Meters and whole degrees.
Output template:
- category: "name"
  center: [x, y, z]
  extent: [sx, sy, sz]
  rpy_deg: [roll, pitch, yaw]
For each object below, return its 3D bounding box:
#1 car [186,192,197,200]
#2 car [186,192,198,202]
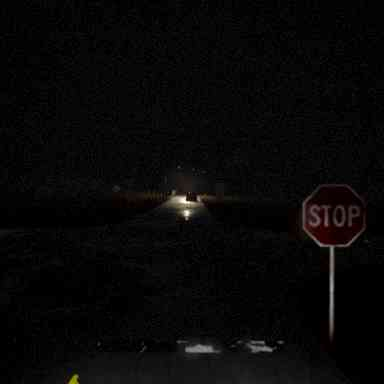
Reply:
- category: "car"
  center: [-0.068, 0.841, 70.446]
  extent: [2.128, 1.511, 4.902]
  rpy_deg: [0, 1, 0]
- category: "car"
  center: [-0.059, 0.945, 60.382]
  extent: [2.097, 1.767, 4.553]
  rpy_deg: [0, 1, 0]
